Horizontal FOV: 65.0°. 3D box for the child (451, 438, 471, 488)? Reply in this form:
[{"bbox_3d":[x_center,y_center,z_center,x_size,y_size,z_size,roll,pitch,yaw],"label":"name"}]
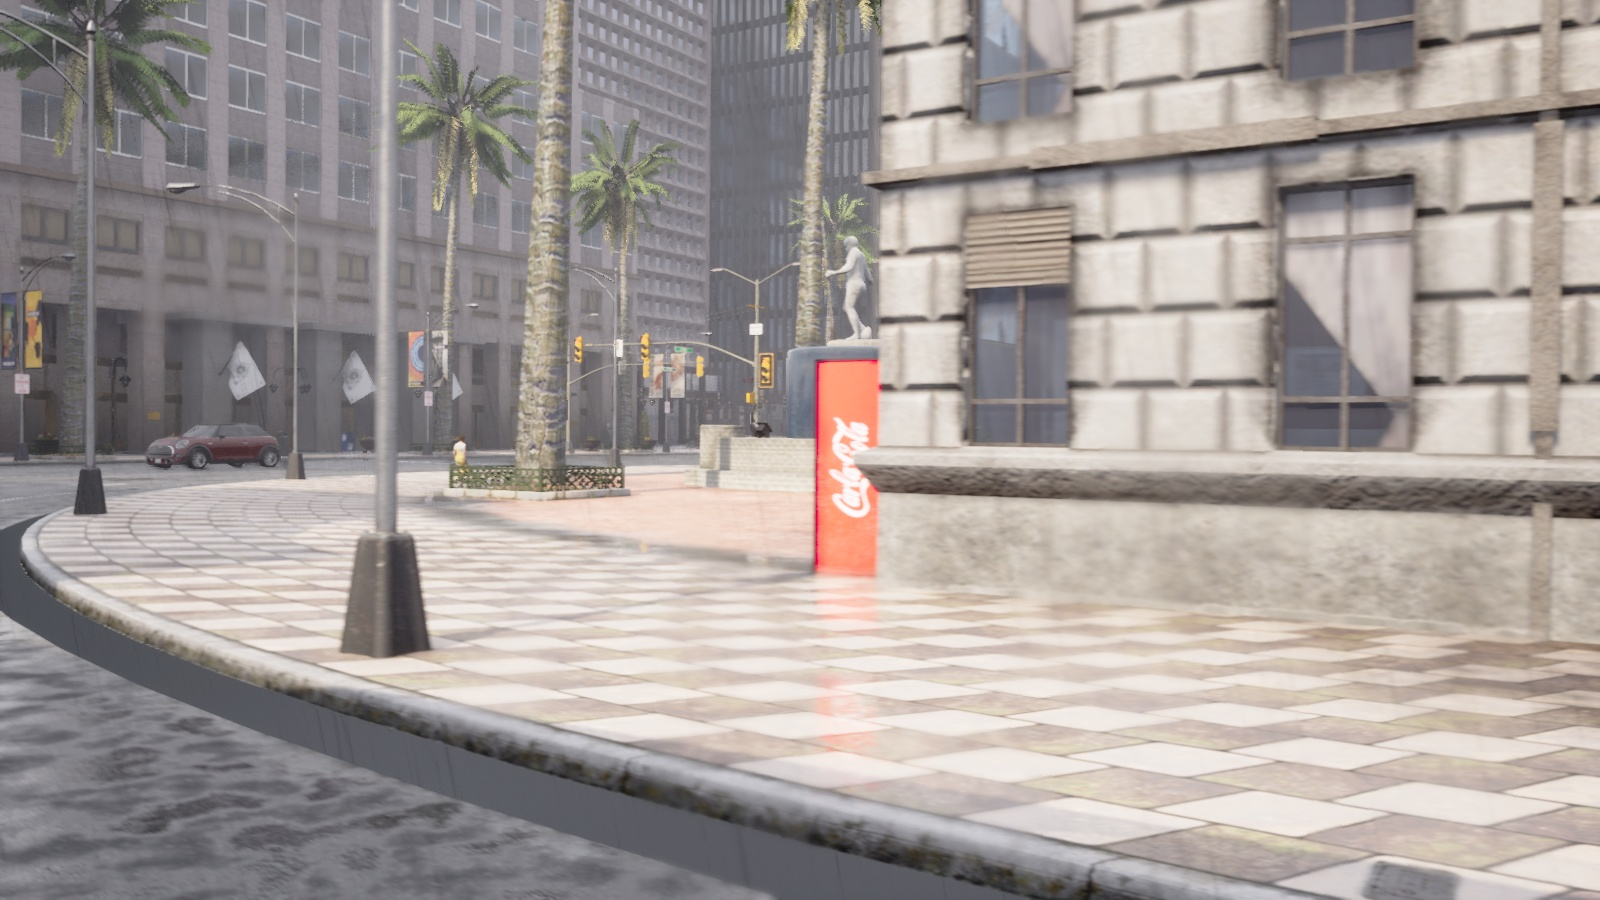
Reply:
[{"bbox_3d":[-8.636,0.321,32.017,0.270,1.263,0.437,0,1,24],"label":"child"}]

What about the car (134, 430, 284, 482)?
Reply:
[{"bbox_3d":[-21.367,0.173,45.592,2.097,1.767,4.553,0,1,27],"label":"car"}]
